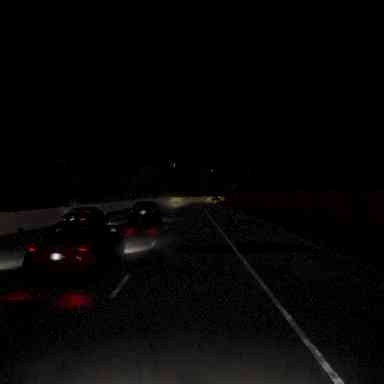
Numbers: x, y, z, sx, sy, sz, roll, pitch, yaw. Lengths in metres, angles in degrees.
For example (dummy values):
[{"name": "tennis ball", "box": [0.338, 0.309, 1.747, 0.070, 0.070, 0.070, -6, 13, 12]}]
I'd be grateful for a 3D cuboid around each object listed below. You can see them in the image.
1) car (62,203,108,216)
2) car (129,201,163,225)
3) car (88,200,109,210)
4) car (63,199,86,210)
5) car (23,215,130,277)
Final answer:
[{"name": "car", "box": [-6.954, 1.677, 21.975, 2.033, 1.411, 5.357, 0, 0, 1]}, {"name": "car", "box": [-3.429, 1.500, 25.389, 2.097, 1.767, 4.553, 0, 0, 0]}, {"name": "car", "box": [-14.051, 1.857, 50.023, 1.994, 1.385, 4.181, 0, 0, 0]}, {"name": "car", "box": [-17.550, 1.818, 49.842, 1.812, 1.442, 4.674, 0, 0, 0]}, {"name": "car", "box": [-3.431, 1.624, 10.431, 1.994, 1.385, 4.181, 0, -1, 0]}]
